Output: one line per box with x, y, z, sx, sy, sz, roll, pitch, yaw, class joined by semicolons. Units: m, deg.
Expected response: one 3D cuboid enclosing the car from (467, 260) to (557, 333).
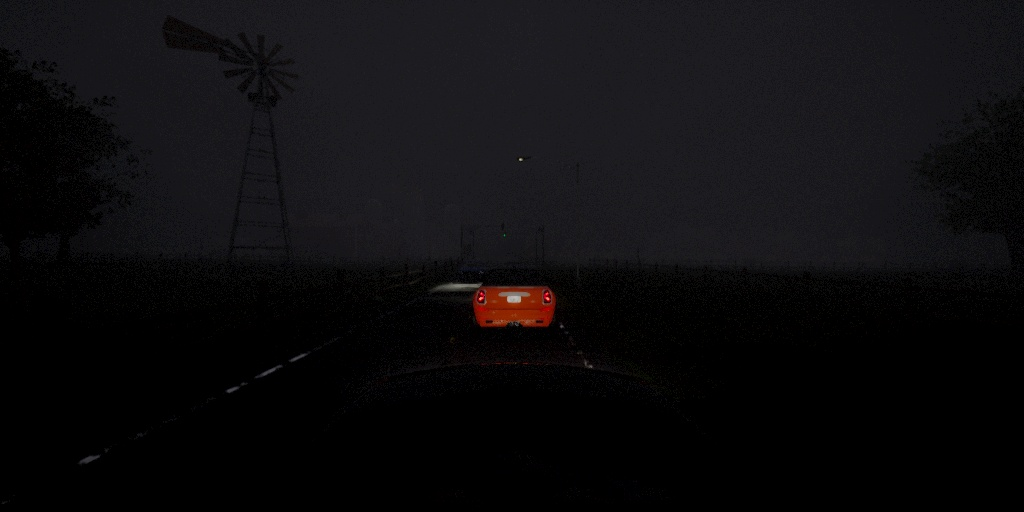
0.067;1.040;10.640;2.097;1.767;4.553;0;0;0;car

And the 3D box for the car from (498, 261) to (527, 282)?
0.070;1.120;27.690;2.033;1.411;5.357;0;0;0;car

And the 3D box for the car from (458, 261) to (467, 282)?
-2.856;1.054;27.119;1.882;1.535;5.008;0;0;0;car
